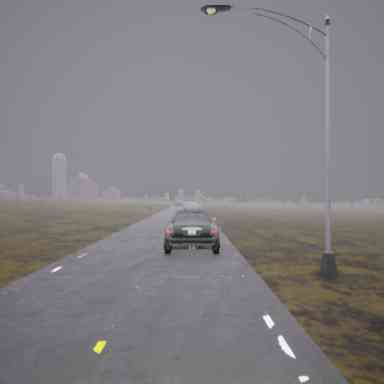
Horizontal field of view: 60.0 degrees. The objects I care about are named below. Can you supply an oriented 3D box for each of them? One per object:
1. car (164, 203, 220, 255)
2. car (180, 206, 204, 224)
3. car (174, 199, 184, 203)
[{"bbox_3d":[0.001,1.502,14.104,2.097,1.767,4.553,0,-1,0],"label":"car"},{"bbox_3d":[0.000,1.943,29.136,1.895,1.301,4.718,0,-1,0],"label":"car"},{"bbox_3d":[-2.754,2.264,69.847,2.097,1.767,4.553,0,-1,0],"label":"car"}]
